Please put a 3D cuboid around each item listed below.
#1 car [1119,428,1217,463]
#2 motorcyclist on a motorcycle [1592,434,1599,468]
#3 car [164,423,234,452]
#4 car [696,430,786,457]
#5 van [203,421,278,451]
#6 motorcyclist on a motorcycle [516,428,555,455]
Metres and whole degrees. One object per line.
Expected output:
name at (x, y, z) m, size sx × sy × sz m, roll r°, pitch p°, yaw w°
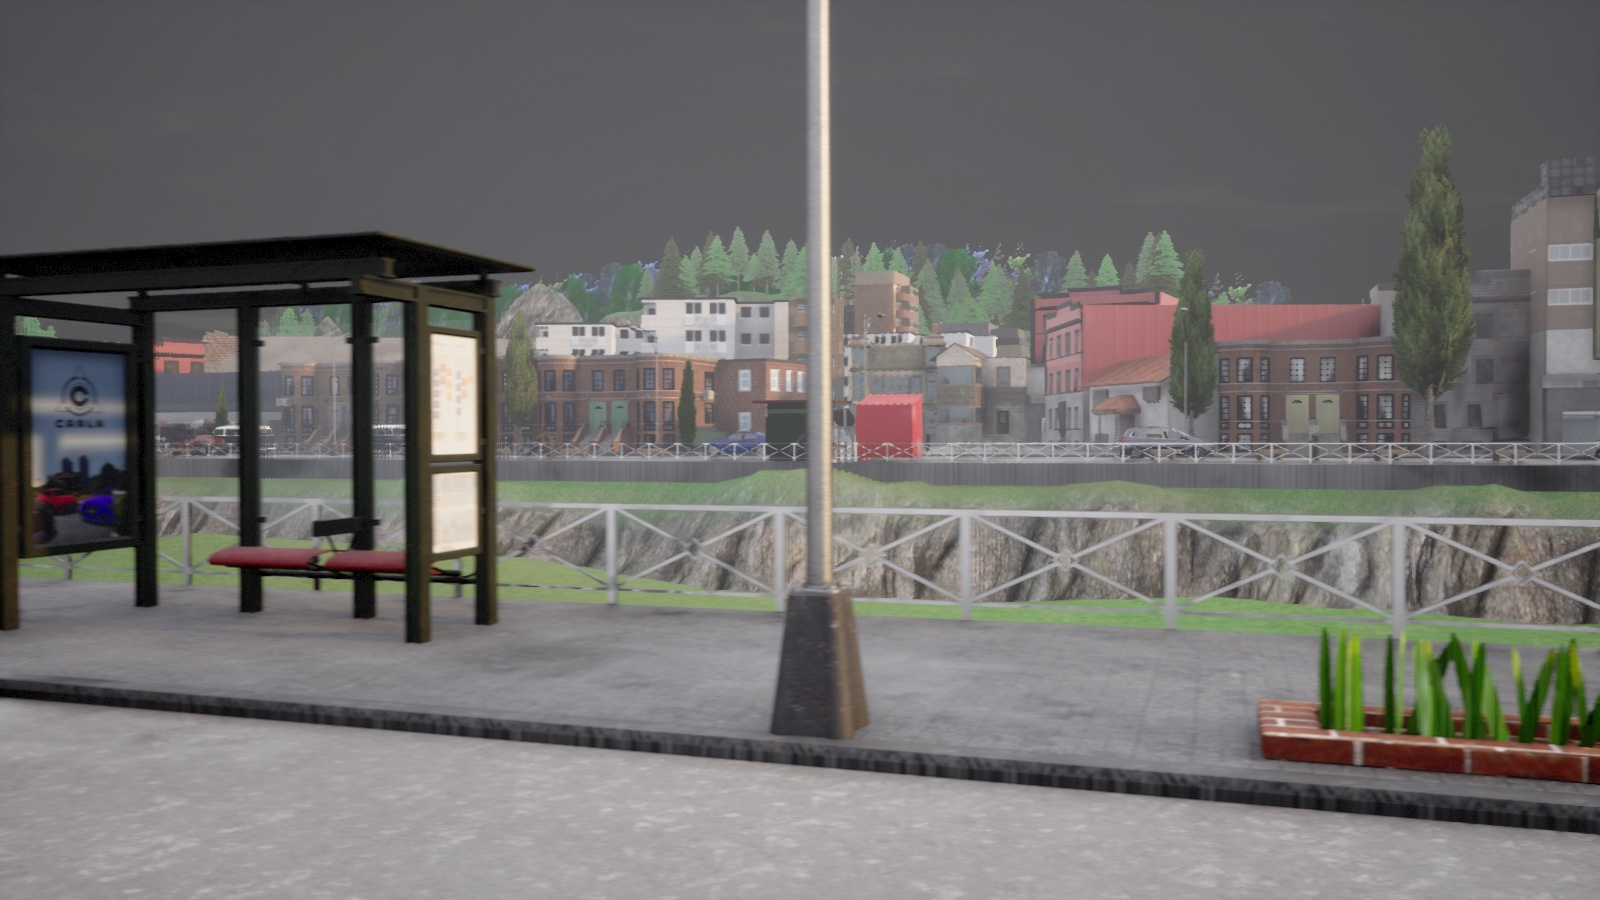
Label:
car at (18.380, -0.263, 62.637) m, size 4.611 × 1.667 × 2.242 m, roll 1°, pitch 1°, yaw 19°
motorcyclist on a motorcycle at (36.893, 0.044, 56.417) m, size 2.044 × 1.523 × 0.797 m, roll 1°, pitch 1°, yaw 19°
car at (-39.257, -0.839, 82.009) m, size 3.866 × 1.878 × 1.905 m, roll 1°, pitch 1°, yaw 19°
car at (-3.492, -0.397, 74.209) m, size 5.008 × 1.535 × 1.882 m, roll 1°, pitch 1°, yaw 19°
van at (-38.258, -0.969, 85.891) m, size 4.480 × 2.038 × 2.069 m, roll 1°, pitch 1°, yaw 19°
motorcyclist on a motorcycle at (-16.544, -0.544, 78.596) m, size 2.350 × 1.649 × 0.766 m, roll 0°, pitch 1°, yaw 19°
